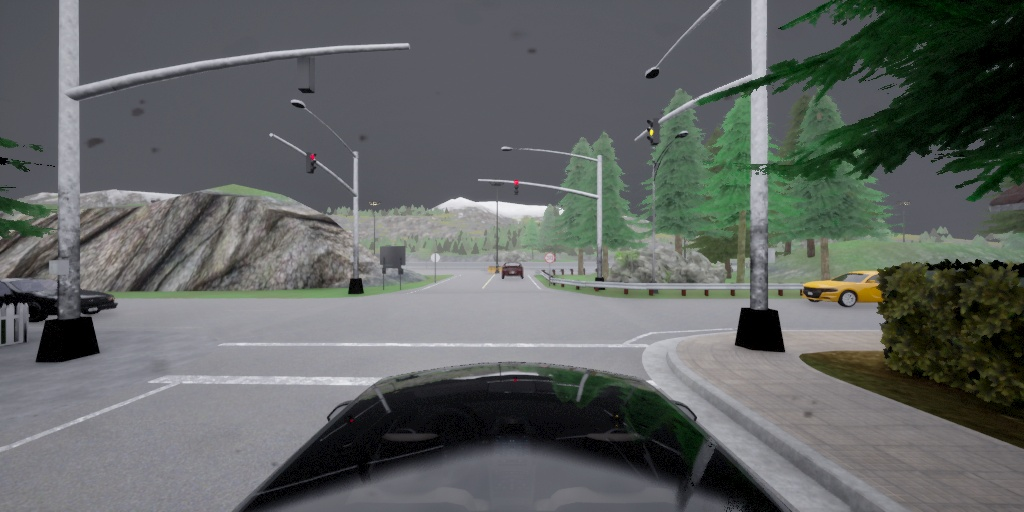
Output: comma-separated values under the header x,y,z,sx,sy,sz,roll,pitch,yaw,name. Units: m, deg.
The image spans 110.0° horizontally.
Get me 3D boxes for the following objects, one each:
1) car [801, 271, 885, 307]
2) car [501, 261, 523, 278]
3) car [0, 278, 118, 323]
x,y,z,sx,sy,sz,roll,pitch,yaw,name
15.952,1.419,16.162,5.008,1.535,1.882,0,0,0,car
0.036,1.227,33.323,1.882,1.535,5.008,0,0,-1,car
-17.386,1.489,12.617,5.357,1.411,2.033,0,0,0,car
